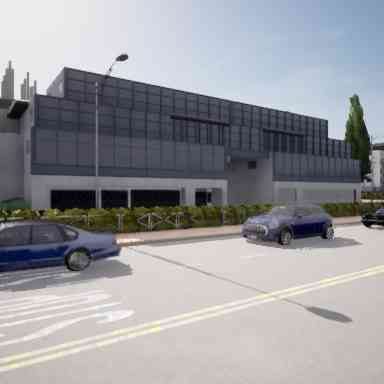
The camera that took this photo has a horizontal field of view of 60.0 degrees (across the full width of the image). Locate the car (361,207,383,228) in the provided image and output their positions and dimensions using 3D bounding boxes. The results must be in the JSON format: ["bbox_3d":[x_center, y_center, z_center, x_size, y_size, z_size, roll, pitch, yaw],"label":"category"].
[{"bbox_3d":[12.723,1.598,21.021,4.718,1.301,1.895,0,0,-34],"label":"car"}]

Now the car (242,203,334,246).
[{"bbox_3d":[4.489,1.350,15.458,4.553,1.767,2.097,0,0,-34],"label":"car"}]

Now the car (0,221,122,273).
[{"bbox_3d":[-4.784,1.547,9.459,5.357,1.411,2.033,0,0,-30],"label":"car"}]
